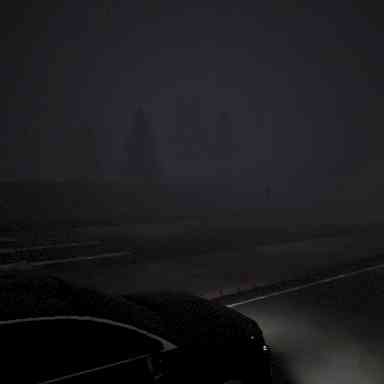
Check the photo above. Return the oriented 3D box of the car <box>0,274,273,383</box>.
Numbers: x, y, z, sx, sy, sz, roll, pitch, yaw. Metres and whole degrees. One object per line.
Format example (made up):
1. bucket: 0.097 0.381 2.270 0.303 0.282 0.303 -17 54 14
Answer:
1. car: -1.416 1.505 2.745 4.892 1.490 1.837 0 0 -35
